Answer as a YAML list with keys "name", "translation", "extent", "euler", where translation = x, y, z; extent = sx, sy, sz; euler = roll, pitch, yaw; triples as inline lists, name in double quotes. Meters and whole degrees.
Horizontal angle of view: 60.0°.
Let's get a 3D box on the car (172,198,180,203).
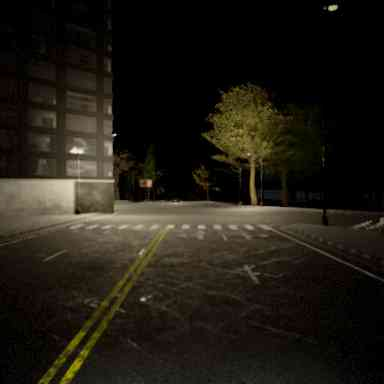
- name: "car"
  translation: [-4.276, 2.178, 86.554]
  extent: [1.812, 1.442, 4.674]
  euler: [0, -1, -2]
